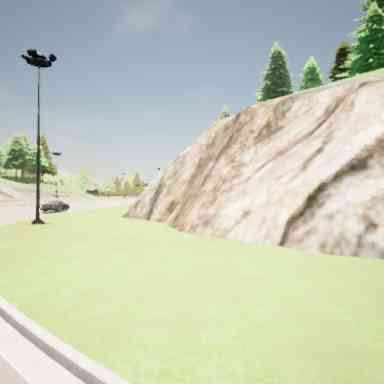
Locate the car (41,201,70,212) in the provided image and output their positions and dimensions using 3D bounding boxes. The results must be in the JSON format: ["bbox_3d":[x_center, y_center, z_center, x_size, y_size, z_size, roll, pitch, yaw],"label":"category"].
[{"bbox_3d":[-16.878,1.769,41.420,2.033,1.411,5.357,0,0,-1],"label":"car"}]
